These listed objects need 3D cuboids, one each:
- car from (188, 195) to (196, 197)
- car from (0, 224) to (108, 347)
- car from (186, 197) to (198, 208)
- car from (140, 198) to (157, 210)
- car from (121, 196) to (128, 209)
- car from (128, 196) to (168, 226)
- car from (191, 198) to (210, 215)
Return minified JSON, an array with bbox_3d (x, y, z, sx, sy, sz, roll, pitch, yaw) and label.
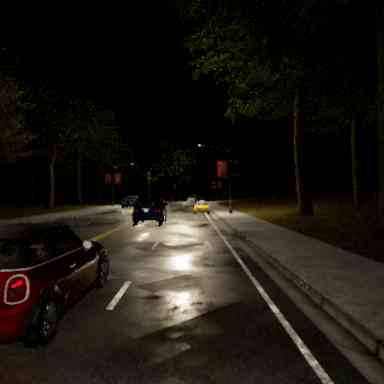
[{"bbox_3d":[0.054,1.716,74.812,2.150,2.045,5.566,0,0,3],"label":"car"},{"bbox_3d":[-3.151,1.404,6.570,2.097,1.767,4.553,0,0,0],"label":"car"},{"bbox_3d":[-0.008,2.010,58.200,1.812,1.442,4.674,0,-1,0],"label":"car"},{"bbox_3d":[-6.576,1.769,50.818,2.097,1.767,4.553,0,0,0],"label":"car"},{"bbox_3d":[-9.827,1.662,53.414,2.150,2.045,5.566,0,-1,0],"label":"car"},{"bbox_3d":[-3.154,1.423,25.586,2.150,2.045,5.566,0,0,0],"label":"car"},{"bbox_3d":[1.132,1.767,38.793,1.801,1.575,5.366,0,0,0],"label":"car"}]
